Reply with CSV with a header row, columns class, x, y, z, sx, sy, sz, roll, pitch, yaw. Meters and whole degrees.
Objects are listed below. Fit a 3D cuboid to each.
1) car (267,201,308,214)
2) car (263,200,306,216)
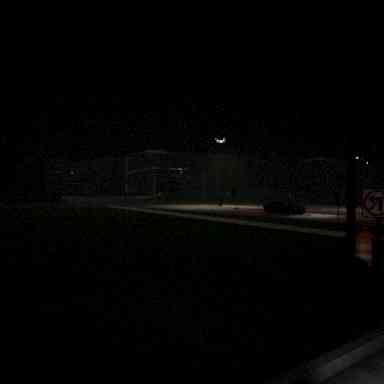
class,x,y,z,sx,sy,sz,roll,pitch,yaw
car,11.643,1.881,40.952,1.895,1.301,4.718,1,0,-35
car,10.175,1.728,36.935,1.882,1.535,5.008,1,0,-35
